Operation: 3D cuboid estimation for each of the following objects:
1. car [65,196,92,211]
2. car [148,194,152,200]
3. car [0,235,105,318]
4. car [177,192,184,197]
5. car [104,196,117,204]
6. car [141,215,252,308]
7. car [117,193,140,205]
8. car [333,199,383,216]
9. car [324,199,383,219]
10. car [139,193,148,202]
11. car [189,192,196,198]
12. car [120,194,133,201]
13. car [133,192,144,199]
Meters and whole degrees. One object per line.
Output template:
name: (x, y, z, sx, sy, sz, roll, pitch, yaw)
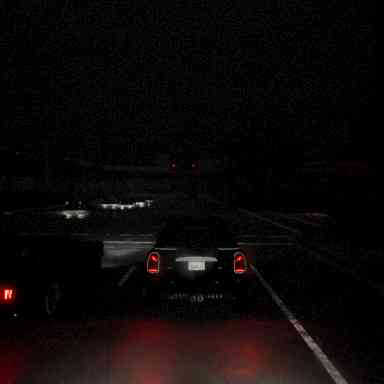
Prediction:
car: (-14.022, 1.321, 41.260, 2.097, 1.767, 4.553, 0, 0, 0)
car: (-10.358, 1.106, 75.666, 1.812, 1.442, 4.674, 0, 1, 0)
car: (-3.405, 1.601, 7.381, 1.895, 1.301, 4.718, 0, 0, 0)
car: (-3.322, 0.671, 94.879, 1.882, 1.535, 5.008, 0, 1, 0)
car: (-13.973, 1.364, 57.900, 1.812, 1.442, 4.674, 0, 1, 0)
car: (0.095, 1.352, 8.108, 2.097, 1.767, 4.553, 0, 0, 0)
car: (-10.488, 1.411, 55.520, 2.033, 1.411, 5.357, 0, 1, 0)
car: (16.744, 1.505, 32.771, 4.892, 1.490, 1.837, 0, 0, -1)
car: (14.127, 1.482, 28.998, 5.008, 1.535, 1.882, 0, 0, -1)
car: (-10.411, 1.345, 65.556, 1.895, 1.301, 4.718, 0, 1, 1)
car: (0.170, 0.748, 91.104, 1.882, 1.535, 5.008, 0, 1, 0)
car: (-13.867, 1.189, 70.905, 1.812, 1.442, 4.674, 0, 1, 0)
car: (-13.839, 0.898, 86.037, 2.128, 1.511, 4.902, 0, 1, 0)
